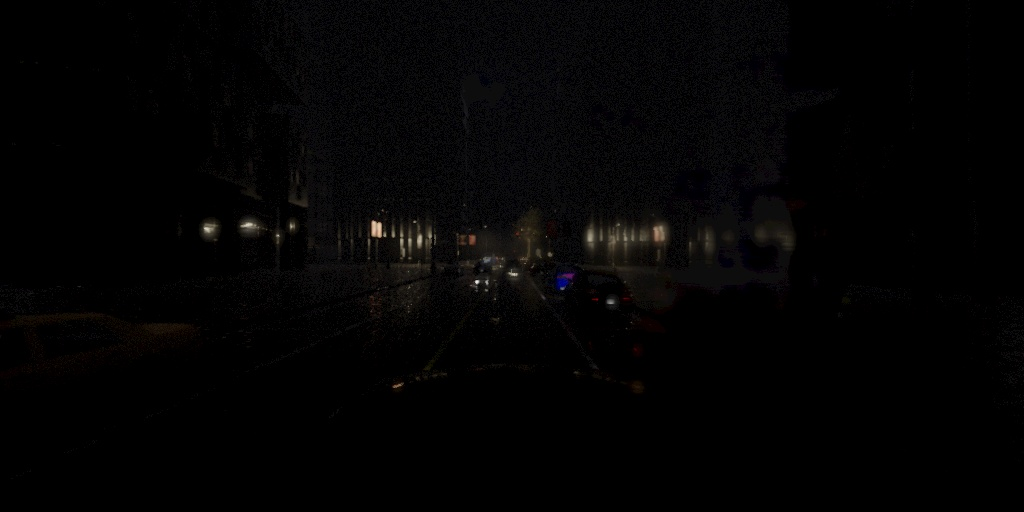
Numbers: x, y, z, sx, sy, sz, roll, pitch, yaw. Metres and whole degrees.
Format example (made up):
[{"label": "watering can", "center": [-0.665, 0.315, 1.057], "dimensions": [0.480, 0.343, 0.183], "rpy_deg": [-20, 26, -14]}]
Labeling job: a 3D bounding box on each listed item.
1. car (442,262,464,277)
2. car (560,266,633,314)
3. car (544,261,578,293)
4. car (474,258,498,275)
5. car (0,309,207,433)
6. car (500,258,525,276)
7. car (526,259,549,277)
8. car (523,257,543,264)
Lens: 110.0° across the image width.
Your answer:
[{"label": "car", "center": [-5.765, 1.291, 35.333], "dimensions": [2.007, 1.370, 4.403], "rpy_deg": [0, 0, 0]}, {"label": "car", "center": [3.147, 1.271, 13.625], "dimensions": [1.812, 1.442, 4.674], "rpy_deg": [0, 0, 0]}, {"label": "car", "center": [3.138, 1.221, 20.625], "dimensions": [1.882, 1.535, 5.008], "rpy_deg": [0, 0, 0]}, {"label": "car", "center": [-3.024, 1.233, 38.751], "dimensions": [2.128, 1.511, 4.902], "rpy_deg": [0, 0, 0]}, {"label": "car", "center": [-5.763, 1.275, 3.669], "dimensions": [1.751, 1.417, 4.829], "rpy_deg": [0, 0, 0]}, {"label": "car", "center": [0.065, 1.243, 36.543], "dimensions": [1.837, 1.490, 4.892], "rpy_deg": [0, -1, 0]}, {"label": "car", "center": [2.760, 1.291, 35.331], "dimensions": [2.007, 1.370, 4.403], "rpy_deg": [0, 0, 0]}, {"label": "car", "center": [4.295, 1.121, 49.384], "dimensions": [4.553, 1.767, 2.097], "rpy_deg": [1, 1, -31]}]
